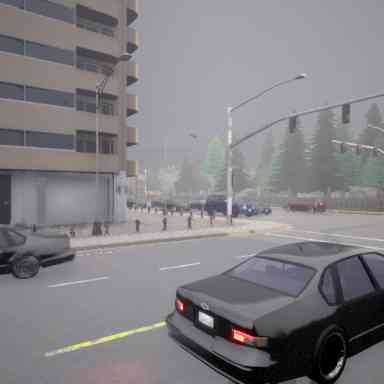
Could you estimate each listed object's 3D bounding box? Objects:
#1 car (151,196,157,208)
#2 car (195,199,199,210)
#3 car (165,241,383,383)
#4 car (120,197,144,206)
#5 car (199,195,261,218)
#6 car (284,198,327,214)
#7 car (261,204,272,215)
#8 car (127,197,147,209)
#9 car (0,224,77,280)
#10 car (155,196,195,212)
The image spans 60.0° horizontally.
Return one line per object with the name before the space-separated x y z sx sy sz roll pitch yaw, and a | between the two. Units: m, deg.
car | -4.164 1.407 48.252 2.097 1.767 4.553 0 0 -36
car | 1.077 1.581 40.976 1.812 1.442 4.674 0 0 -36
car | 2.217 1.547 5.361 5.357 1.411 2.033 0 0 -35
car | -10.339 1.603 56.893 2.033 1.411 5.357 0 0 -35
car | 3.488 1.277 31.624 2.150 2.045 5.566 0 0 -36
car | 12.566 1.407 37.254 2.097 1.767 4.553 0 0 -36
car | 6.110 1.619 33.974 1.994 1.385 4.181 0 0 -36
car | -8.185 1.560 47.846 1.837 1.490 4.892 0 0 -36
car | -5.825 1.547 8.434 5.357 1.411 2.033 0 0 -35
car | -2.106 1.560 39.393 1.837 1.490 4.892 0 0 -36
